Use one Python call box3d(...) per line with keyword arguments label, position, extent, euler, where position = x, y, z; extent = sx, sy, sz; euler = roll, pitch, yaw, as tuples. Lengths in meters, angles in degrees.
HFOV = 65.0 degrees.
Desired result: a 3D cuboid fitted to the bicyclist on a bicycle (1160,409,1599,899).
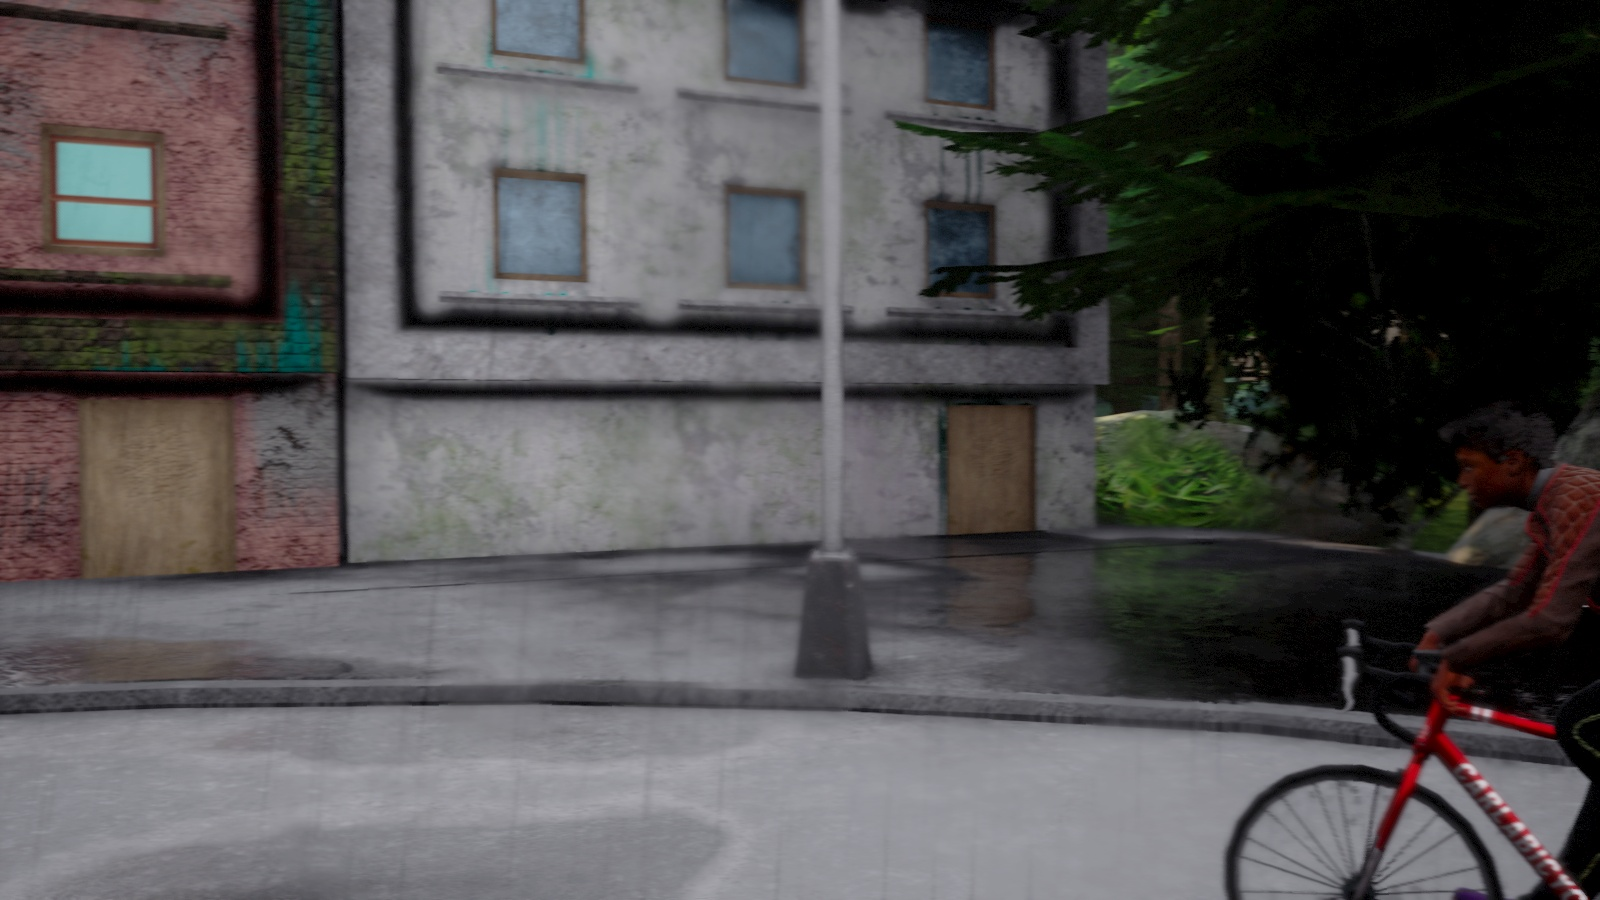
box3d(label="bicyclist on a bicycle", position=(1.799, 0.714, 3.108), extent=(1.656, 1.620, 0.582), euler=(0, 2, 29))
